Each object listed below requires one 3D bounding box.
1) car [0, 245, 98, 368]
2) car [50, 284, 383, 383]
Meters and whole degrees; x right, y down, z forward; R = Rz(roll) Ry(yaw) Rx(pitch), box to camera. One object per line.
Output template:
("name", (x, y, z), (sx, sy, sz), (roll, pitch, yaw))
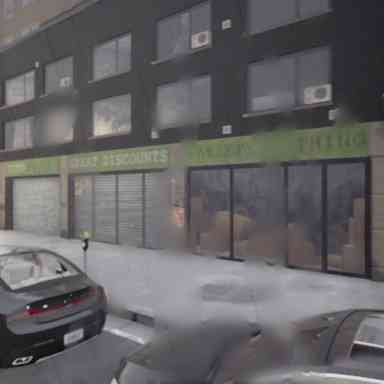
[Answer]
("car", (-3.240, 1.550, 5.375), (4.403, 1.369, 2.008), (0, 0, 35))
("car", (1.268, 1.551, 2.183), (4.403, 1.369, 2.008), (0, 0, 35))
